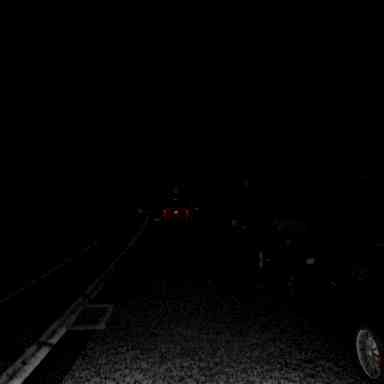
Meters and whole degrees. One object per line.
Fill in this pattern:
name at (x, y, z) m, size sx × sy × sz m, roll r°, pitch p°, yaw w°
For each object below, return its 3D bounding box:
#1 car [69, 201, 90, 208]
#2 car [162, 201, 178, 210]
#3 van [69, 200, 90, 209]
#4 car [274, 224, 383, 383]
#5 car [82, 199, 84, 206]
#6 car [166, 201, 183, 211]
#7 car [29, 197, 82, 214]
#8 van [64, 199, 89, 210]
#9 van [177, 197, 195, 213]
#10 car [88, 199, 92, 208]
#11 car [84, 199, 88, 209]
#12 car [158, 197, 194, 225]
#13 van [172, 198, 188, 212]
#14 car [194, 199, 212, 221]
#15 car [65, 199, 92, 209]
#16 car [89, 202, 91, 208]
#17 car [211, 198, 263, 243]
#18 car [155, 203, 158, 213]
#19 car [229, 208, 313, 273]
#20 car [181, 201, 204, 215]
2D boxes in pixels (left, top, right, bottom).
car at (-26.452, 2.920, 78.284) m, size 4.553 × 1.767 × 2.185 m, roll 0°, pitch -1°, yaw -17°
car at (-4.084, 2.405, 60.080) m, size 2.097 × 1.535 × 5.008 m, roll 0°, pitch -2°, yaw -13°
van at (-25.502, 2.752, 75.695) m, size 4.442 × 1.987 × 1.878 m, roll 0°, pitch -1°, yaw -17°
car at (2.945, 1.515, 5.214) m, size 2.002 × 1.452 × 4.674 m, roll 0°, pitch 0°, yaw -1°
car at (-18.107, 2.133, 46.591) m, size 4.792 × 1.488 × 2.163 m, roll 0°, pitch -2°, yaw -11°
car at (-2.890, 2.271, 54.720) m, size 2.163 × 1.488 × 4.792 m, roll 0°, pitch -2°, yaw -11°
car at (-17.113, 1.693, 41.226) m, size 5.566 × 2.045 × 2.435 m, roll 0°, pitch -1°, yaw -9°
van at (-22.666, 2.467, 65.276) m, size 4.442 × 1.987 × 1.878 m, roll 0°, pitch -2°, yaw -15°
van at (-0.839, 1.698, 43.927) m, size 1.878 × 1.987 × 4.442 m, roll 0°, pitch -1°, yaw -9°
car at (-21.663, 2.611, 62.710) m, size 5.366 × 1.575 × 1.946 m, roll 0°, pitch -2°, yaw -15°
car at (-19.273, 2.285, 52.054) m, size 4.892 × 1.521 × 2.231 m, roll 0°, pitch -2°, yaw -12°
car at (-1.309, 1.447, 25.131) m, size 2.097 × 1.767 × 4.553 m, roll 0°, pitch -1°, yaw -6°
van at (-1.824, 1.851, 49.375) m, size 1.878 × 1.987 × 4.442 m, roll 0°, pitch -2°, yaw -10°
car at (0.796, 1.722, 32.829) m, size 2.002 × 1.452 × 4.674 m, roll 0°, pitch -1°, yaw -7°
car at (-24.829, 2.659, 73.031) m, size 5.566 × 2.045 × 2.435 m, roll 0°, pitch -1°, yaw -17°
car at (-21.163, 2.575, 60.020) m, size 4.674 × 1.452 × 2.002 m, roll 0°, pitch -2°, yaw -14°
car at (2.433, 1.367, 16.260) m, size 2.185 × 1.767 × 4.553 m, roll 0°, pitch 0°, yaw -3°
car at (-3.680, 1.907, 42.816) m, size 1.882 × 1.535 × 5.008 m, roll 0°, pitch -1°, yaw -9°
car at (2.756, 1.475, 10.632) m, size 2.231 × 1.521 × 4.892 m, roll 0°, pitch 0°, yaw -2°
car at (0.030, 1.830, 38.317) m, size 2.002 × 1.452 × 4.674 m, roll 0°, pitch -1°, yaw -8°
